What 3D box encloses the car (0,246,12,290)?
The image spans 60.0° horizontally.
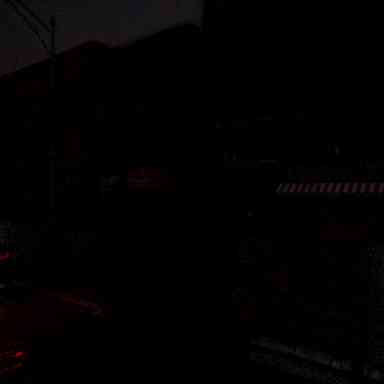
[{"bbox_3d":[-6.118,1.477,7.646,5.008,1.535,1.882,0,0,36],"label":"car"}]
